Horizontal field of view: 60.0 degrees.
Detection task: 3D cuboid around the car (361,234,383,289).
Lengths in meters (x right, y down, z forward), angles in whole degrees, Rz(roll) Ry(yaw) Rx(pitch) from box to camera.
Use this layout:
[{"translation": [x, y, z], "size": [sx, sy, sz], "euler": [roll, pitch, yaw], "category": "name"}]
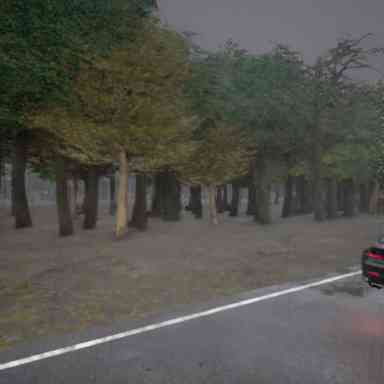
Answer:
[{"translation": [5.977, 1.522, 8.006], "size": [4.892, 1.490, 1.837], "euler": [0, 0, -36], "category": "car"}]
